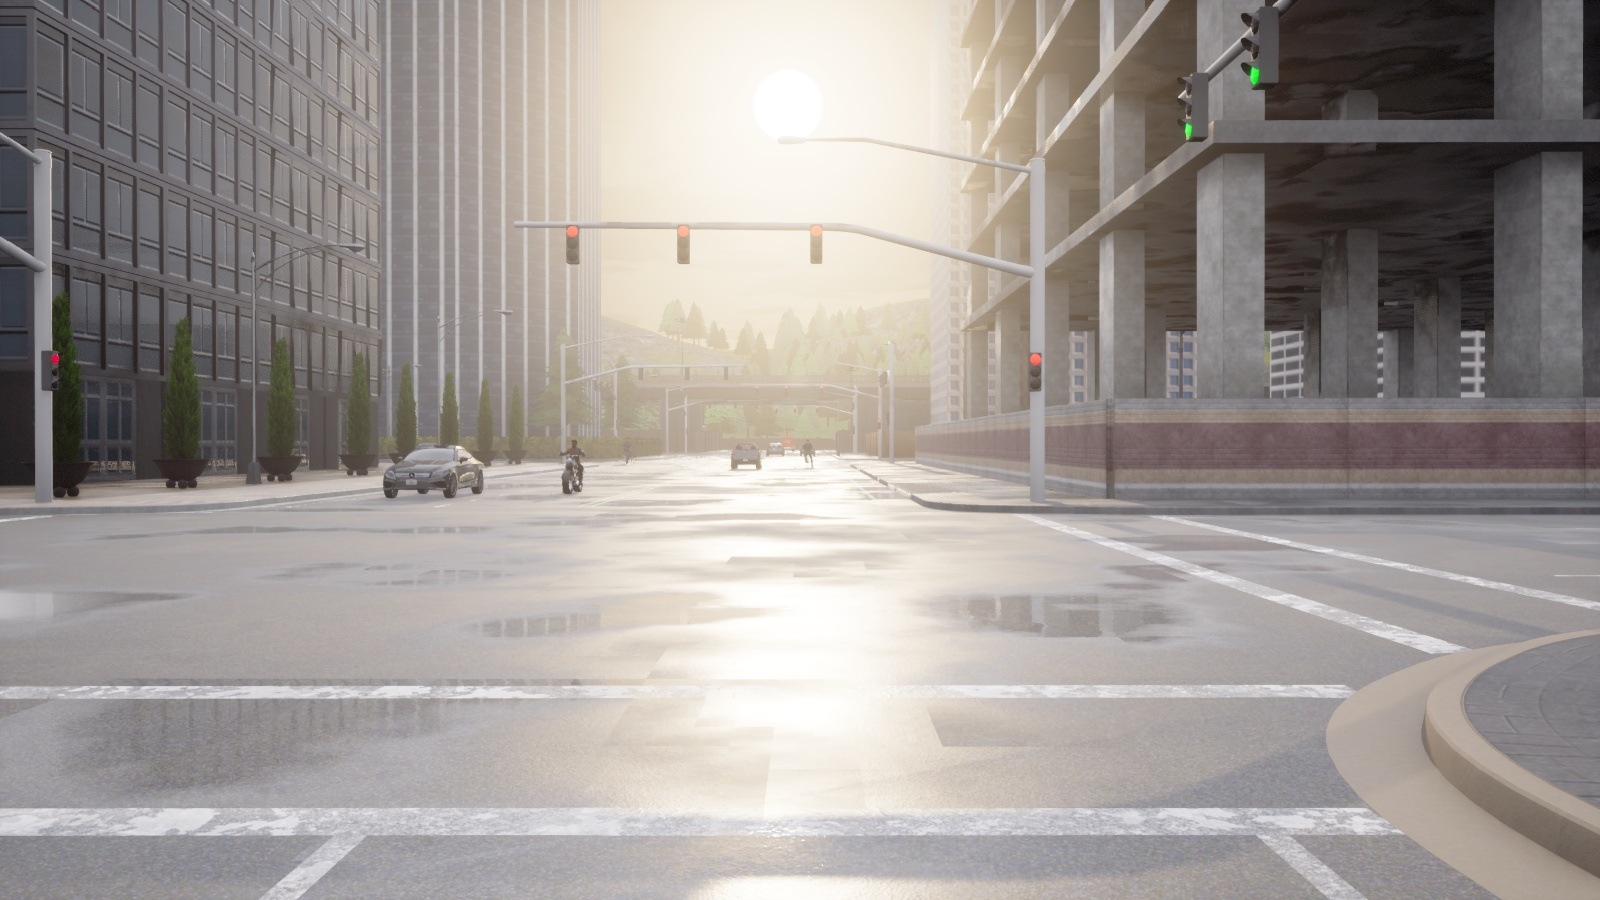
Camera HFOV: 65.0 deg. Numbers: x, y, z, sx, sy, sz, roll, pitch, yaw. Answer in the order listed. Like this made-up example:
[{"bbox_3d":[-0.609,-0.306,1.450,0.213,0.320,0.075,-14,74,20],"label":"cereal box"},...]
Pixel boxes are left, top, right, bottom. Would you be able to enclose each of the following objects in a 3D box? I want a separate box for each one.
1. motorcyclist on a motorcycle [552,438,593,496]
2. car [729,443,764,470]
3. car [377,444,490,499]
[{"bbox_3d":[-6.765,0.480,37.403,0.766,1.649,2.350,0,0,0],"label":"motorcyclist on a motorcycle"},{"bbox_3d":[-3.061,0.351,72.112,1.845,1.501,3.633,0,0,0],"label":"car"},{"bbox_3d":[-10.276,0.563,35.566,1.812,1.442,4.674,0,0,0],"label":"car"}]
